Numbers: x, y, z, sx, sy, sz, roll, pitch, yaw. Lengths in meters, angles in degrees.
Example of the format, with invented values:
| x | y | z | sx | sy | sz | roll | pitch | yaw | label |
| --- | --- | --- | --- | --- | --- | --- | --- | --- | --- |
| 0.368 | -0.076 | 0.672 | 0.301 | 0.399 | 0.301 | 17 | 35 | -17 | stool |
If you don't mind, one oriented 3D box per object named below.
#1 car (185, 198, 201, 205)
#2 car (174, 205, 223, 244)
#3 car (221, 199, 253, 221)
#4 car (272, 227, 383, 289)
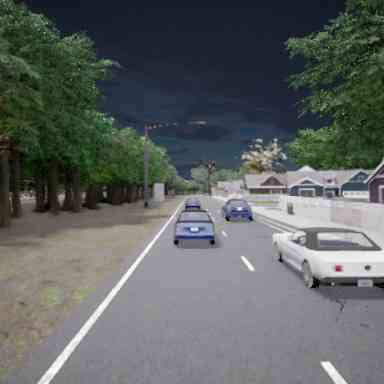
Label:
| x | y | z | sx | sy | sz | roll | pitch | yaw | label |
| --- | --- | --- | --- | --- | --- | --- | --- | --- | --- |
| 0.101 | 1.452 | 42.616 | 1.994 | 1.385 | 4.181 | 0 | 0 | 0 | car |
| 0.102 | 1.545 | 15.851 | 2.033 | 1.411 | 5.357 | 0 | 0 | 0 | car |
| 3.603 | 1.340 | 27.319 | 2.097 | 1.767 | 4.553 | 0 | 0 | 0 | car |
| 3.600 | 1.600 | 9.113 | 1.895 | 1.301 | 4.718 | 0 | 0 | 0 | car |
